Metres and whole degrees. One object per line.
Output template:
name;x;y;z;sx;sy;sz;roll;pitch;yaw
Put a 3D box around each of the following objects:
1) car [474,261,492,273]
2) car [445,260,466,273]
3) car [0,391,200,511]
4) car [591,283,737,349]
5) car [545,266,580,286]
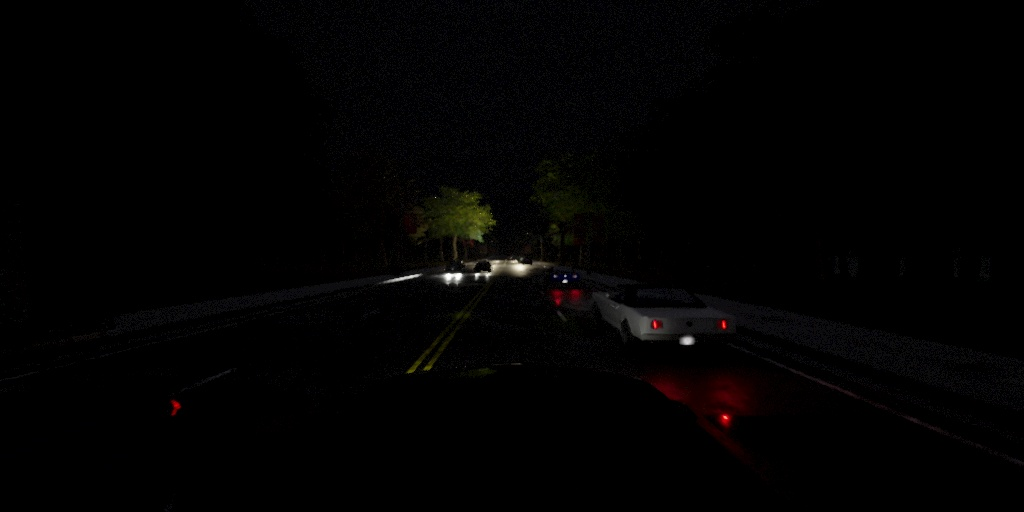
car;-3.338;1.257;42.129;2.033;1.411;5.357;0;0;0
car;-6.584;1.201;42.253;2.128;1.511;4.902;0;0;0
car;-3.351;1.317;0.942;1.994;1.385;4.181;0;0;0
car;3.352;1.332;9.074;1.895;1.301;4.718;0;0;0
car;3.353;1.314;24.853;1.895;1.301;4.718;0;0;0
